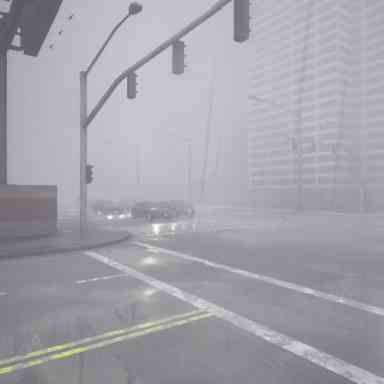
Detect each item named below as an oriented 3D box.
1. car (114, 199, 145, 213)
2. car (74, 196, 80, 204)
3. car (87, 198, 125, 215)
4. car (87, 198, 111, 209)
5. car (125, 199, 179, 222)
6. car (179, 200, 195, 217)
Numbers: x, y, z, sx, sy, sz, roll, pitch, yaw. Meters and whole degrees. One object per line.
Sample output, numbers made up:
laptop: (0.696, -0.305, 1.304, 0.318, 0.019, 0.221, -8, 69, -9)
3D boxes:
car: (-7.341, 1.526, 38.588, 1.812, 1.442, 4.674, 0, 0, -35)
car: (-21.554, 1.526, 65.107, 1.812, 1.442, 4.674, 0, 0, -35)
car: (-8.918, 1.547, 34.743, 2.033, 1.411, 5.357, 0, 0, -35)
car: (-13.162, 1.601, 46.843, 1.895, 1.301, 4.718, 0, 0, -35)
car: (-3.340, 1.505, 26.846, 1.837, 1.490, 4.892, 0, 0, -35)
car: (-1.628, 1.492, 30.488, 2.128, 1.511, 4.902, 0, 0, -35)
